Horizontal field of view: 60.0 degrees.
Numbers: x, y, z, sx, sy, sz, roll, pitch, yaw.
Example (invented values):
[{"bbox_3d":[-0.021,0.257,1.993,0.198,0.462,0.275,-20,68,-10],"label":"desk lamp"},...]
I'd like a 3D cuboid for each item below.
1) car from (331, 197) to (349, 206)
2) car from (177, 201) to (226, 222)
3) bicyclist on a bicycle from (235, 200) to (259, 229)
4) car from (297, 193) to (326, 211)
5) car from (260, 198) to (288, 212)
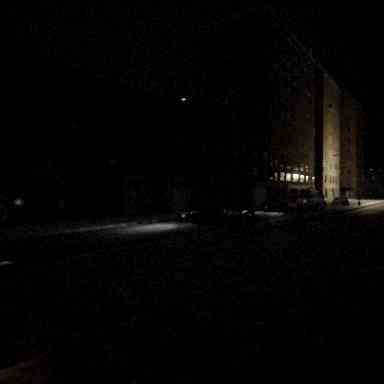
[{"bbox_3d":[23.212,1.442,51.990,1.812,1.442,4.674,0,0,36],"label":"car"},{"bbox_3d":[0.811,1.448,25.727,2.128,1.511,4.902,0,0,36],"label":"car"},{"bbox_3d":[3.019,1.277,18.745,1.656,1.620,0.582,0,0,36],"label":"bicyclist on a bicycle"},{"bbox_3d":[14.164,1.142,39.329,2.150,2.045,5.566,0,-1,36],"label":"car"},{"bbox_3d":[9.370,1.434,37.666,1.837,1.490,4.892,0,0,36],"label":"car"}]
